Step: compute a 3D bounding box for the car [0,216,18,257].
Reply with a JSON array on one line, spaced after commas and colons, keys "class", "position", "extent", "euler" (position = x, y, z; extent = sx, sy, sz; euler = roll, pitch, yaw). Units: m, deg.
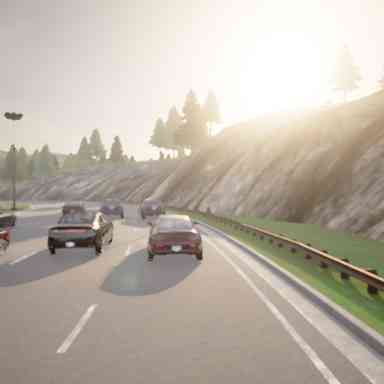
[{"class": "car", "position": [-7.458, 1.647, 10.184], "extent": [1.895, 1.301, 4.718], "euler": [0, 0, -5]}]

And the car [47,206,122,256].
[{"class": "car", "position": [-4.307, 1.534, 13.454], "extent": [2.128, 1.511, 4.902], "euler": [0, 0, -6]}]

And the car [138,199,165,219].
[{"class": "car", "position": [-3.695, 1.428, 30.257], "extent": [2.097, 1.767, 4.553], "euler": [0, 0, -13]}]

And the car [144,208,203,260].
[{"class": "car", "position": [-0.698, 1.554, 12.451], "extent": [1.812, 1.442, 4.674], "euler": [0, 0, -6]}]

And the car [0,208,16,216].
[{"class": "car", "position": [-12.367, 1.647, 20.480], "extent": [1.994, 1.385, 4.181], "euler": [0, 0, -10]}]

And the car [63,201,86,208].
[{"class": "car", "position": [-11.371, 1.582, 32.199], "extent": [1.882, 1.535, 5.008], "euler": [0, 0, -15]}]

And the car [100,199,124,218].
[{"class": "car", "position": [-7.506, 1.442, 31.152], "extent": [2.097, 1.767, 4.553], "euler": [0, 0, -14]}]
